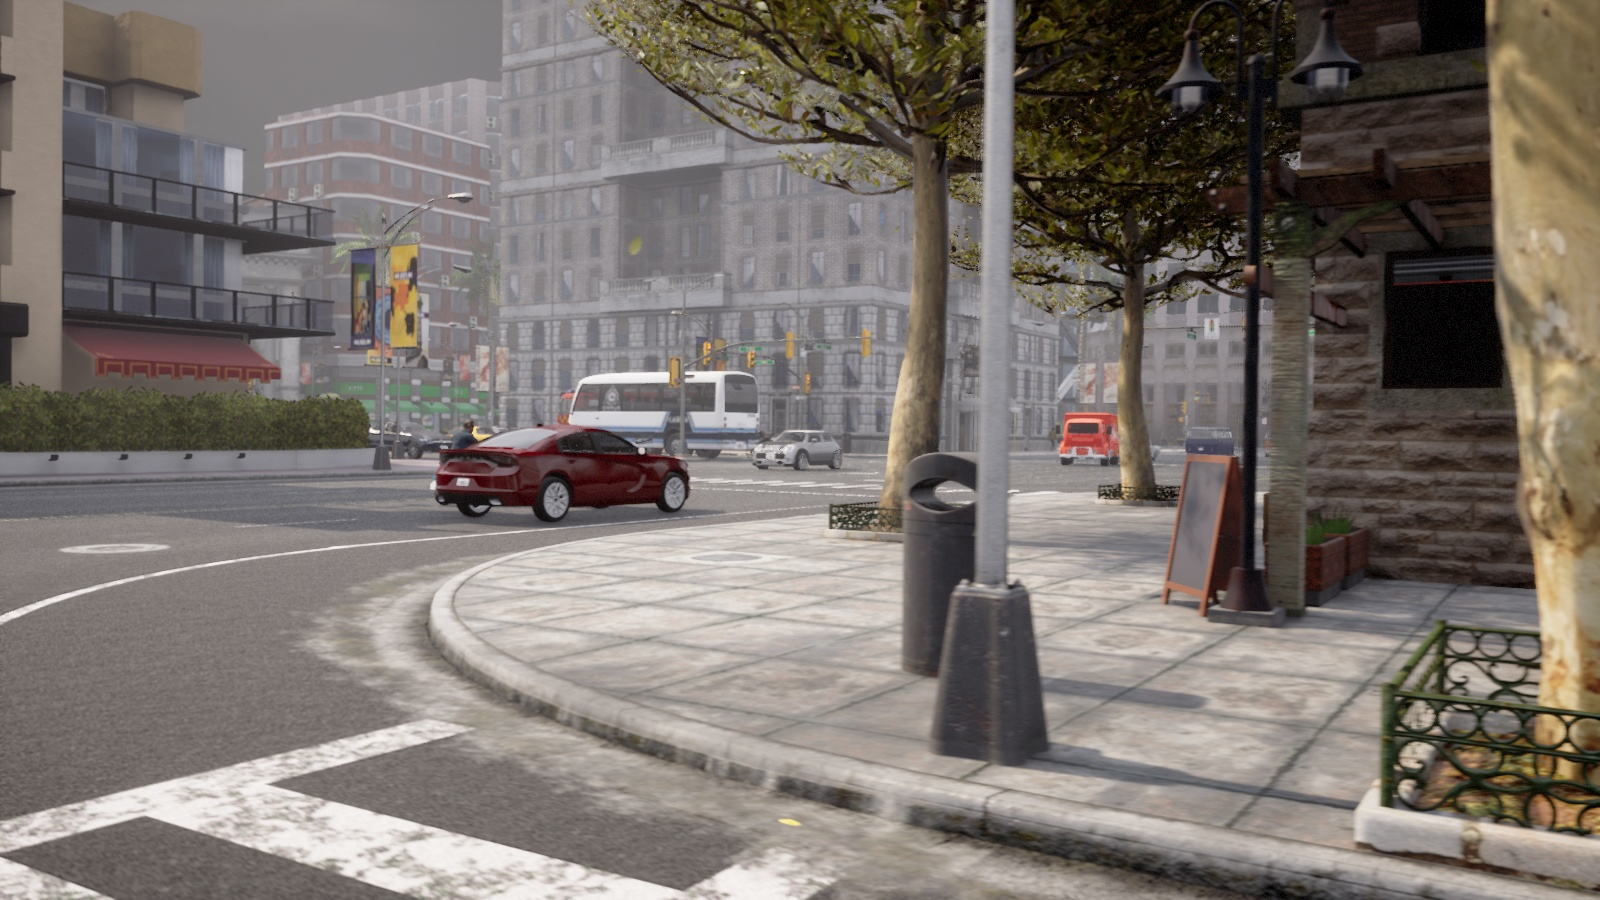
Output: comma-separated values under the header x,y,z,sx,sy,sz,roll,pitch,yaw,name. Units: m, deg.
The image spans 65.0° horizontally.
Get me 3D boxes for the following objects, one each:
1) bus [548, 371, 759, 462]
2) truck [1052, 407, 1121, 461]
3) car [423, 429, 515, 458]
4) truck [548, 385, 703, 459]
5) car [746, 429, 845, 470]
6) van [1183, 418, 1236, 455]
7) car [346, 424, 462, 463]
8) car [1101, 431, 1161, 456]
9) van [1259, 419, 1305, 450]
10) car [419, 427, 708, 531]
x,y,z,sx,sy,sz,roll,pitch,yaw,name
-7.411,-1.616,62.863,10.273,4.253,3.944,0,1,32,bus
13.594,-0.772,59.299,2.627,2.467,5.204,0,1,19,truck
-18.471,-0.362,69.927,5.366,1.575,1.801,0,1,33,car
-9.571,-1.483,68.391,8.468,3.827,2.891,0,1,32,truck
-0.122,-0.049,46.623,1.970,1.475,3.806,0,1,32,car
22.911,-0.746,70.103,1.775,1.987,4.442,0,1,32,van
-17.590,-0.299,55.734,5.027,1.651,2.152,0,1,33,car
18.320,-0.365,69.354,1.895,1.301,4.718,0,1,32,car
33.050,-1.079,86.051,2.069,2.038,4.480,0,1,33,van
-3.791,0.389,21.127,1.882,1.535,5.008,0,1,32,car
